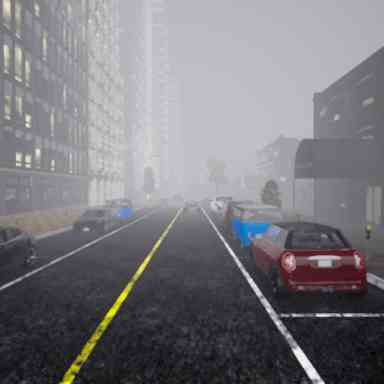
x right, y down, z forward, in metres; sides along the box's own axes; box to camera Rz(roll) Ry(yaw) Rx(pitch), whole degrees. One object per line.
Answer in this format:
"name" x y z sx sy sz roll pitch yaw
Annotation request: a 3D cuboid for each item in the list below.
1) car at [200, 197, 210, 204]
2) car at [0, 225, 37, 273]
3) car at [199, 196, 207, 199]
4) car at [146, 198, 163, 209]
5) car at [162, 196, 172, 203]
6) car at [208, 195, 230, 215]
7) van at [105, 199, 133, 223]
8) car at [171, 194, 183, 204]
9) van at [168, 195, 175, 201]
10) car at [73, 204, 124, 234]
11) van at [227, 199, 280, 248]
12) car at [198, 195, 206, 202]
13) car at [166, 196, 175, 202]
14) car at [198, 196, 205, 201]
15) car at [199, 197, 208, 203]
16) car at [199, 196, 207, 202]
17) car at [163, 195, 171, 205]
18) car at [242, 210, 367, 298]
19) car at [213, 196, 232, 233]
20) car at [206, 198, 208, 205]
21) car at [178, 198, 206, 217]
"car" 2.665 1.775 70.720 1.887 1.381 4.507 -1 0 0
"car" -5.670 1.594 8.688 1.947 1.339 4.313 -1 0 0
"car" 2.668 1.758 59.432 1.947 1.339 4.313 -1 0 0
"car" -5.678 1.680 48.027 1.752 1.417 4.829 -1 0 0
"car" -5.684 1.689 76.418 1.967 1.590 4.097 -1 0 0
"car" 3.100 1.339 34.575 2.150 2.045 5.566 0 0 0
"van" -5.677 1.423 25.622 1.690 1.788 3.998 -1 0 0
"car" -3.012 1.443 68.983 2.150 2.045 5.566 0 0 0
"van" -5.693 1.648 93.350 1.690 1.788 3.998 -1 0 0
"car" -5.672 1.630 19.977 1.947 1.339 4.313 -1 0 0
"van" 2.672 1.387 14.280 1.690 1.788 3.998 -1 0 0
"car" 2.660 1.727 87.652 1.967 1.590 4.097 -1 0 0
"car" -5.685 1.853 87.706 1.947 1.339 4.313 -1 0 0
"car" 2.661 1.872 93.296 1.947 1.339 4.313 -1 0 0
"car" 2.665 1.830 76.364 1.802 1.307 4.206 -1 0 0
"car" 2.663 1.793 82.178 1.752 1.417 4.829 -1 0 0
"car" -5.681 1.777 65.129 1.947 1.339 4.313 -1 0 0
"car" 2.675 1.468 8.636 1.967 1.590 4.097 -1 0 0
"car" 2.671 1.379 19.924 2.192 1.841 5.009 -1 0 0
"car" 3.138 1.637 41.544 1.837 1.490 4.892 0 0 0
"car" 0.009 1.597 32.455 2.128 1.511 4.902 0 0 0
